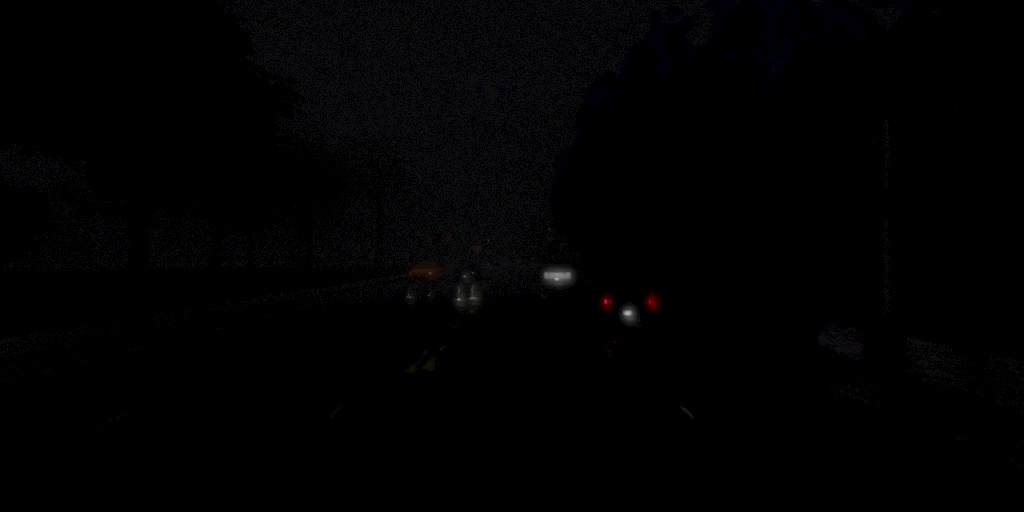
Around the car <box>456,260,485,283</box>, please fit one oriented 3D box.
[{"bbox_3d":[-3.335,1.340,28.989,2.128,1.511,4.902,0,0,0],"label":"car"}]

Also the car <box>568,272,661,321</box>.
[{"bbox_3d":[3.352,1.378,12.502,1.895,1.301,4.718,0,0,0],"label":"car"}]

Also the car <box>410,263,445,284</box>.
[{"bbox_3d":[-6.585,1.324,28.420,1.882,1.535,5.008,0,0,0],"label":"car"}]

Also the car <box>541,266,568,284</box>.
[{"bbox_3d":[3.360,1.443,27.923,1.895,1.301,4.718,0,0,0],"label":"car"}]
